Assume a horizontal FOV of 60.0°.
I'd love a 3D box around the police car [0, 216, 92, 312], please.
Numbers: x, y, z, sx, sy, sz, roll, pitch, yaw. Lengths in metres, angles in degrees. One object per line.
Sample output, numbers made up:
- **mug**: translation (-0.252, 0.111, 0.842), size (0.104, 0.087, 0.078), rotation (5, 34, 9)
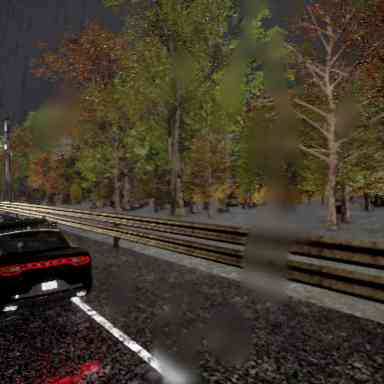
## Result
- **police car**: translation (-4.025, 1.431, 7.822), size (1.930, 1.638, 5.238), rotation (-2, 1, -37)
